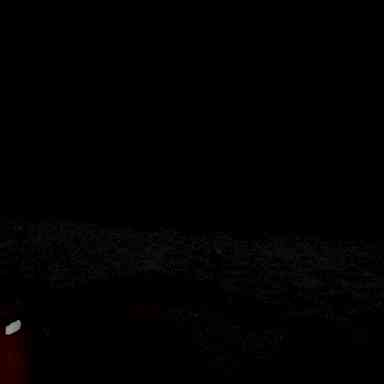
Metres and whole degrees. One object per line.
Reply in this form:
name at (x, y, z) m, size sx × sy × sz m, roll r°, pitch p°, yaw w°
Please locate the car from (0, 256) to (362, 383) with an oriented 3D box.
car at (-0.703, 1.555, 3.464) m, size 4.507 × 1.381 × 1.887 m, roll 0°, pitch 0°, yaw 36°
